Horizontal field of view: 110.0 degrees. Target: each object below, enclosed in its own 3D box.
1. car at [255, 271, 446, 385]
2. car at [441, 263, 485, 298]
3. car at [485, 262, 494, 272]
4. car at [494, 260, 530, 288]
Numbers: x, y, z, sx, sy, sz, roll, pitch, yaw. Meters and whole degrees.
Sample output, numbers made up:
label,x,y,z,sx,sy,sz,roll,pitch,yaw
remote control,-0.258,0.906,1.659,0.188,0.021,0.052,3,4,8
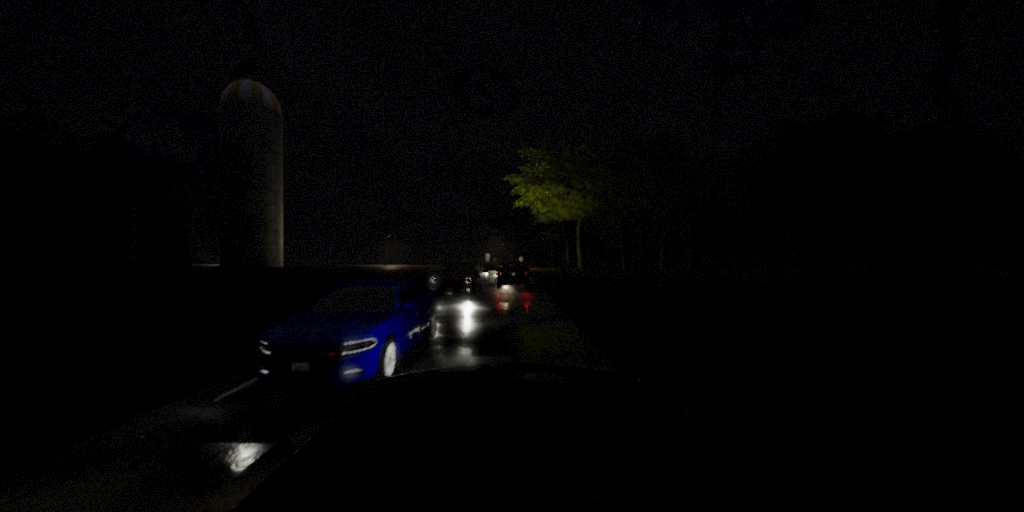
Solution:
label,x,y,z,sx,sy,sz,roll,pitch,yaw
car,-2.845,1.231,7.337,1.882,1.535,5.008,0,0,0
car,-2.793,1.142,18.537,2.097,1.767,4.553,0,-1,1
car,-2.821,1.556,49.536,1.994,1.385,4.181,0,-1,0
car,0.098,1.168,24.383,2.097,1.767,4.553,0,0,0
